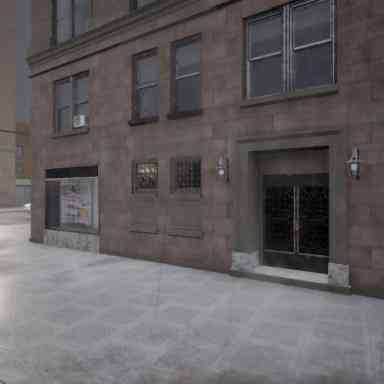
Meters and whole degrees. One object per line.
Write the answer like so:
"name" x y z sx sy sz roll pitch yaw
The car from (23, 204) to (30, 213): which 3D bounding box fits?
"car" -15.702 1.439 35.851 1.812 1.442 4.674 0 0 35
